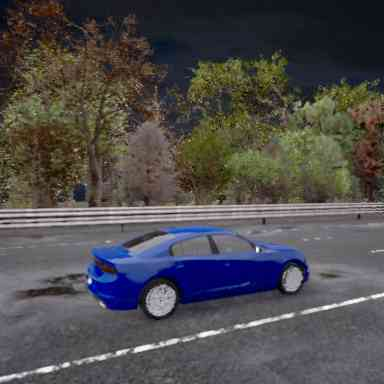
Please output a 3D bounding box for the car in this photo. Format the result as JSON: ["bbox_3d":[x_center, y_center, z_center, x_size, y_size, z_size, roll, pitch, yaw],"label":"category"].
[{"bbox_3d":[0.318,1.481,7.261,5.008,1.535,1.882,0,0,-27],"label":"car"}]
